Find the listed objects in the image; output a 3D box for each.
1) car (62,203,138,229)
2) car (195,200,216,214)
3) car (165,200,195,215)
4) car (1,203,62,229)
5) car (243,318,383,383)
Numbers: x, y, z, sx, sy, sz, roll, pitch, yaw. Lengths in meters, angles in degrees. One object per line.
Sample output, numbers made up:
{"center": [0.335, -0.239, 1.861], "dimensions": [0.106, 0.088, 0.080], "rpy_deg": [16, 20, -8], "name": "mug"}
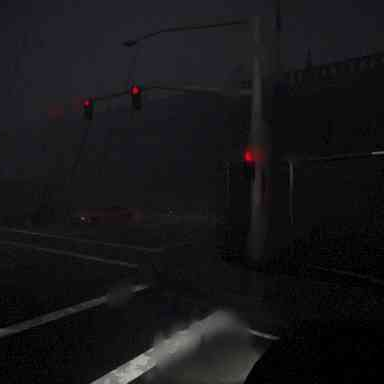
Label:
{"center": [-5.824, 1.533, 22.419], "dimensions": [1.882, 1.535, 5.008], "rpy_deg": [0, 0, 35], "name": "car"}
{"center": [2.877, 1.547, 34.655], "dimensions": [2.128, 1.511, 4.902], "rpy_deg": [0, 0, 35], "name": "car"}
{"center": [-0.602, 1.603, 35.802], "dimensions": [2.033, 1.411, 5.357], "rpy_deg": [0, 0, 36], "name": "car"}
{"center": [-10.091, 1.533, 22.468], "dimensions": [1.882, 1.535, 5.008], "rpy_deg": [0, 0, 35], "name": "car"}
{"center": [2.940, 1.547, 1.869], "dimensions": [5.357, 1.411, 2.033], "rpy_deg": [0, 0, 36], "name": "car"}
